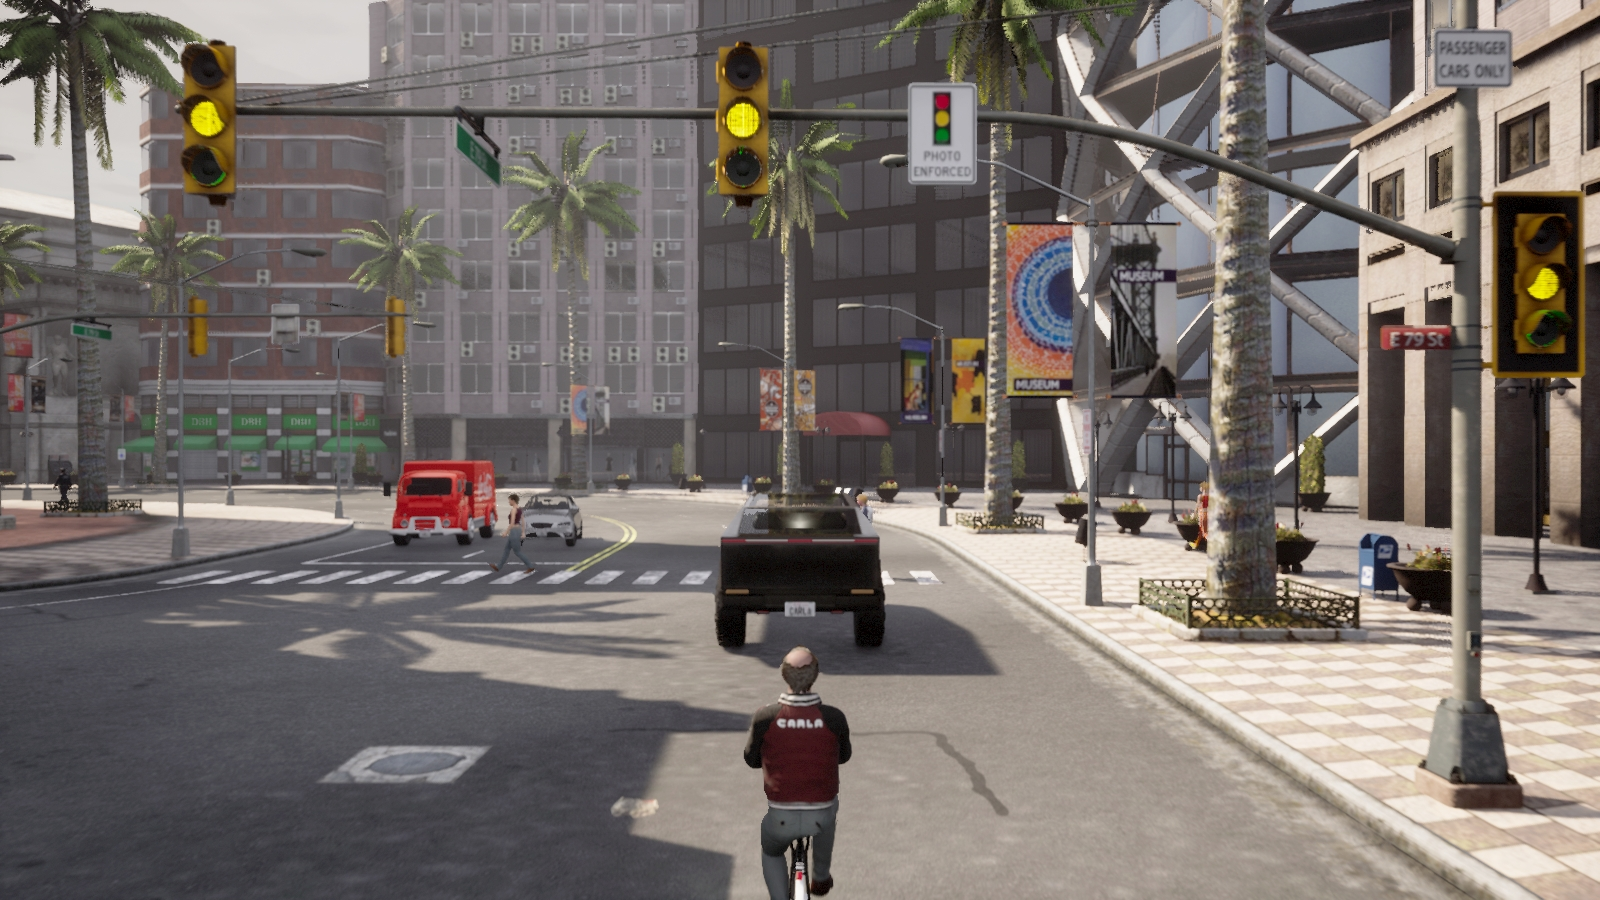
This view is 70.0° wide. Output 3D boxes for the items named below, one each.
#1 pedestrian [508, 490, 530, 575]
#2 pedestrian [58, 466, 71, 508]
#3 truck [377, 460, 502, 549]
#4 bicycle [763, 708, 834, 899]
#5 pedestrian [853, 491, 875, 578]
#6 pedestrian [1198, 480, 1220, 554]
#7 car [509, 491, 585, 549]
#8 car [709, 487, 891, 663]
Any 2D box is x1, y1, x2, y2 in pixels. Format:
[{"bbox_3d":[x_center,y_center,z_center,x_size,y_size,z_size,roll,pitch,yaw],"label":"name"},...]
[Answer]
[{"bbox_3d":[-6.263,1.839,25.501,0.375,1.860,0.375,0,0,5],"label":"pedestrian"},{"bbox_3d":[-33.284,1.677,51.708,0.375,1.860,0.375,0,0,28],"label":"pedestrian"},{"bbox_3d":[-10.873,1.555,34.946,2.627,2.467,5.204,0,0,-6],"label":"truck"},{"bbox_3d":[-0.006,2.207,6.228,0.329,1.171,1.835,0,0,0],"label":"bicycle"},{"bbox_3d":[1.403,1.840,24.969,0.375,1.860,0.375,0,0,23],"label":"pedestrian"},{"bbox_3d":[10.329,1.685,28.854,0.375,1.860,0.375,0,0,-19],"label":"pedestrian"},{"bbox_3d":[-7.511,2.053,34.284,1.816,1.474,4.193,0,0,-7],"label":"car"},{"bbox_3d":[0.001,1.746,18.153,2.390,2.098,6.274,0,0,0],"label":"car"}]
